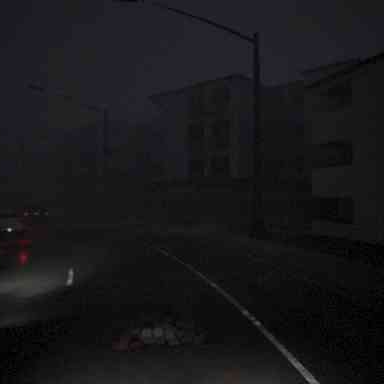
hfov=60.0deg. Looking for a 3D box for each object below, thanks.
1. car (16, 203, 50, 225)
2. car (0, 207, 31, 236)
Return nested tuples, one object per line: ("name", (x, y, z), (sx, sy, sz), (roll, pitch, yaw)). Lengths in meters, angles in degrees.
("car", (-13.124, 1.710, 26.356), (4.553, 1.767, 2.097), (-1, -1, 44))
("car", (-11.225, 1.798, 19.591), (1.812, 1.442, 4.674), (1, -1, -39))
